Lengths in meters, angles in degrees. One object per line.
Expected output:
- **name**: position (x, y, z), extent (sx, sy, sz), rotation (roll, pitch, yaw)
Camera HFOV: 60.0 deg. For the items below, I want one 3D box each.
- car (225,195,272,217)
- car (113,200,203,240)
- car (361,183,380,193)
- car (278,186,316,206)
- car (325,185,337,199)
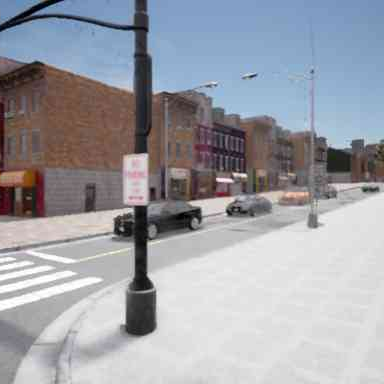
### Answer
- **car**: position (4.004, 0.883, 23.224), extent (1.994, 1.385, 4.181), rotation (0, 3, 36)
- **car**: position (-1.459, 1.168, 15.663), extent (1.882, 1.535, 5.008), rotation (0, 2, 36)
- **car**: position (26.531, -0.623, 49.348), extent (1.895, 1.301, 4.718), rotation (0, 3, 36)
- **car**: position (9.731, 0.250, 31.133), extent (2.097, 1.767, 4.553), rotation (0, 3, 36)
- **car**: position (15.775, -0.050, 39.412), extent (1.837, 1.490, 4.892), rotation (0, 3, 37)
